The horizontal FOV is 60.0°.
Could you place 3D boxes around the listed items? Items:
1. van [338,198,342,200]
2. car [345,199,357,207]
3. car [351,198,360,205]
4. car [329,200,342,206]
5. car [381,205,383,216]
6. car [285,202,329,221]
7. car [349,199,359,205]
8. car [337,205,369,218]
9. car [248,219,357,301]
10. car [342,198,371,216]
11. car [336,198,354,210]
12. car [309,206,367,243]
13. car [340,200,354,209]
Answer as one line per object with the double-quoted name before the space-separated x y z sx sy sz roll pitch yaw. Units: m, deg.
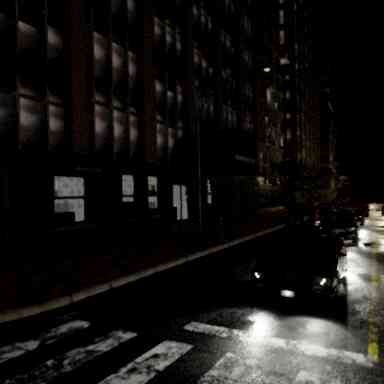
"van" 19.146 1.864 43.558 1.690 1.788 3.998 -2 -2 29
"car" 32.502 2.264 67.793 1.887 1.381 4.507 -2 -2 29
"car" 40.429 2.361 82.189 1.752 1.417 4.829 -2 -2 29
"car" 13.448 1.880 33.228 1.967 1.590 4.097 -2 -2 29
"car" 22.314 1.921 37.335 2.033 1.411 5.357 -1 -1 29
"car" 8.025 1.678 23.578 2.192 1.841 5.009 -2 -2 29
"car" 37.759 2.322 77.341 1.752 1.417 4.829 -2 -2 29
"car" 12.812 1.941 26.635 1.895 1.301 4.718 -1 -1 29
"car" 3.245 1.746 9.264 2.033 1.411 5.357 -1 -1 28
"car" 17.899 1.636 35.791 2.150 2.045 5.566 -1 -1 30
"car" 24.485 1.917 53.254 2.192 1.841 5.009 -2 -2 29
"car" 7.956 1.760 17.836 2.128 1.511 4.902 -1 -1 29
"car" 27.080 2.165 57.949 1.752 1.417 4.829 -2 -2 29
